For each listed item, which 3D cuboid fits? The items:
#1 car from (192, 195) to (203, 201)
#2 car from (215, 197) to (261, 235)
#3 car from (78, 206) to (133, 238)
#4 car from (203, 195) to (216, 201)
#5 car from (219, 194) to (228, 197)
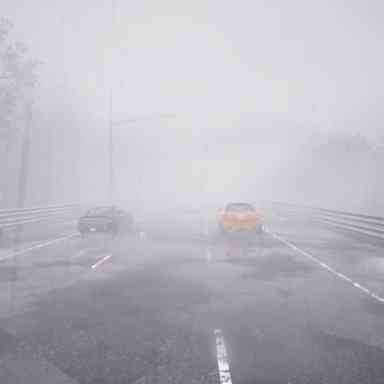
[{"bbox_3d":[0.999,1.622,85.724,2.033,1.411,5.357,0,0,7],"label":"car"},{"bbox_3d":[2.603,1.358,19.086,2.097,1.767,4.553,0,0,2],"label":"car"},{"bbox_3d":[-4.449,1.498,17.751,2.128,1.511,4.902,0,0,2],"label":"car"},{"bbox_3d":[4.530,1.677,85.760,1.895,1.301,4.718,0,0,7],"label":"car"},{"bbox_3d":[8.095,1.437,86.087,2.097,1.767,4.553,0,0,7],"label":"car"}]
